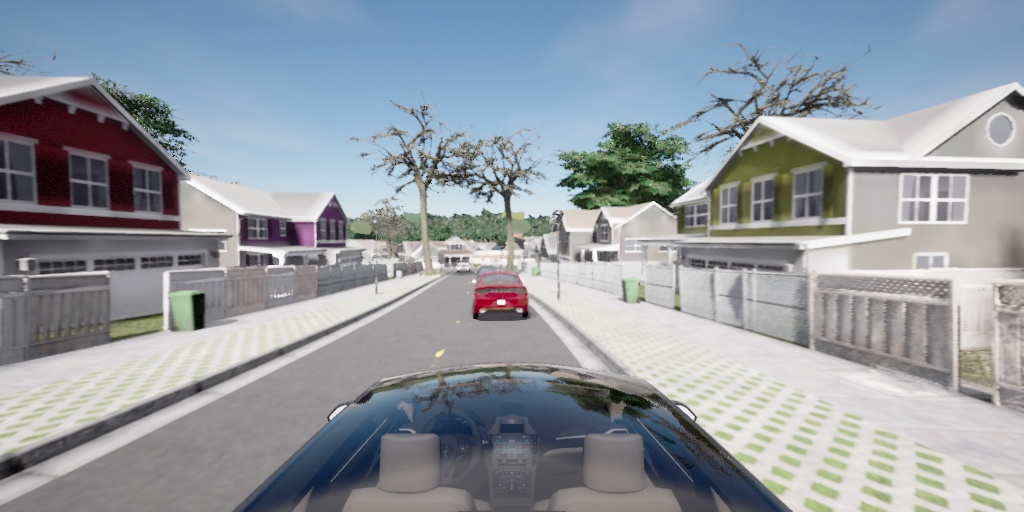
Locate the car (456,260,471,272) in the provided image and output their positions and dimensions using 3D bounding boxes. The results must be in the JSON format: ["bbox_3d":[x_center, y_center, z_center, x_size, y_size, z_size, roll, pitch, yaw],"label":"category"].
[{"bbox_3d":[-7.954,1.589,59.115,2.150,2.045,5.566,0,-1,-5],"label":"car"}]

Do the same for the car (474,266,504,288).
[{"bbox_3d":[-1.820,1.501,27.327,2.033,1.411,5.357,0,0,-5],"label":"car"}]

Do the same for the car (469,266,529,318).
[{"bbox_3d":[-0.486,1.309,13.517,1.882,1.535,5.008,0,-1,-4],"label":"car"}]
